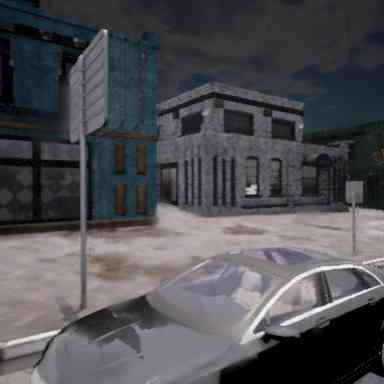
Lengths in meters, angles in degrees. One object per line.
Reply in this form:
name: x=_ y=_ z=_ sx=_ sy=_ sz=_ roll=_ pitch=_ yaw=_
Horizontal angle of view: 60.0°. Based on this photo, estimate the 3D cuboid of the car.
car: x=0.792 y=1.499 z=3.941 sx=4.902 sy=1.511 sz=2.128 roll=0 pitch=0 yaw=-35
